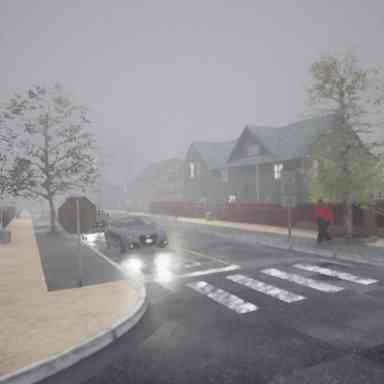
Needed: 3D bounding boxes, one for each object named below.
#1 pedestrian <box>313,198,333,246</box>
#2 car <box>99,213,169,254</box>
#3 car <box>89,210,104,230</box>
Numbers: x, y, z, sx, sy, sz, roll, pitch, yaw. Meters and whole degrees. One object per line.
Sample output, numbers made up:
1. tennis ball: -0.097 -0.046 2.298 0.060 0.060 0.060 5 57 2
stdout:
1. pedestrian: 4.833 1.054 12.352 0.375 1.860 0.375 -4 2 -26
2. car: -2.624 1.815 15.074 1.994 1.385 4.181 -2 0 -27
3. car: -7.050 2.055 24.057 1.994 1.385 4.181 -2 0 -27
